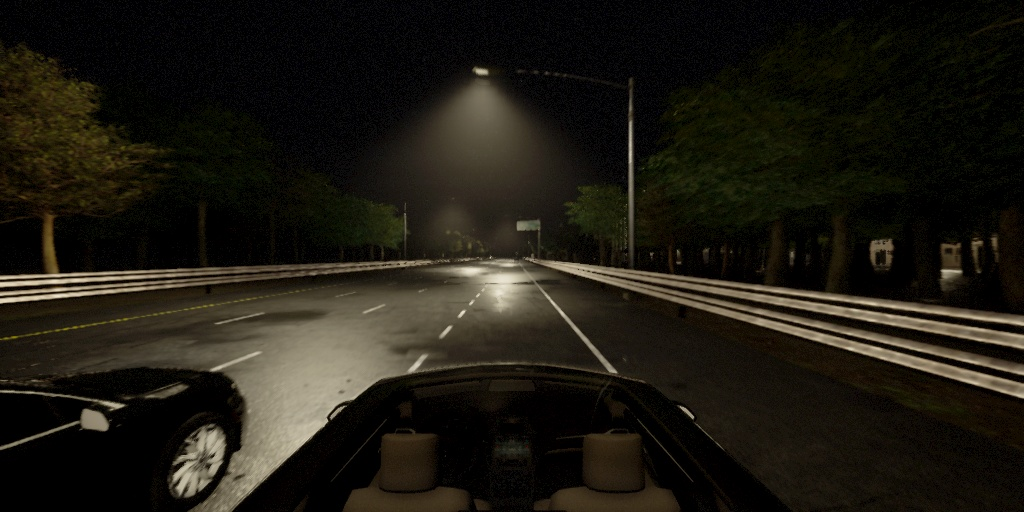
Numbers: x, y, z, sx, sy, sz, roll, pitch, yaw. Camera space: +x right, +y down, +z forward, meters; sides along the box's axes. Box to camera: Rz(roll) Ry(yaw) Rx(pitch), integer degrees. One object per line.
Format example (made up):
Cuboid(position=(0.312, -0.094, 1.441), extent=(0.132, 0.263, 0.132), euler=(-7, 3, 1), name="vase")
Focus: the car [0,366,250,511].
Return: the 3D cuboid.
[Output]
Cuboid(position=(-3.401, 1.254, 1.404), extent=(1.837, 1.490, 4.892), euler=(0, 0, 0), name="car")
